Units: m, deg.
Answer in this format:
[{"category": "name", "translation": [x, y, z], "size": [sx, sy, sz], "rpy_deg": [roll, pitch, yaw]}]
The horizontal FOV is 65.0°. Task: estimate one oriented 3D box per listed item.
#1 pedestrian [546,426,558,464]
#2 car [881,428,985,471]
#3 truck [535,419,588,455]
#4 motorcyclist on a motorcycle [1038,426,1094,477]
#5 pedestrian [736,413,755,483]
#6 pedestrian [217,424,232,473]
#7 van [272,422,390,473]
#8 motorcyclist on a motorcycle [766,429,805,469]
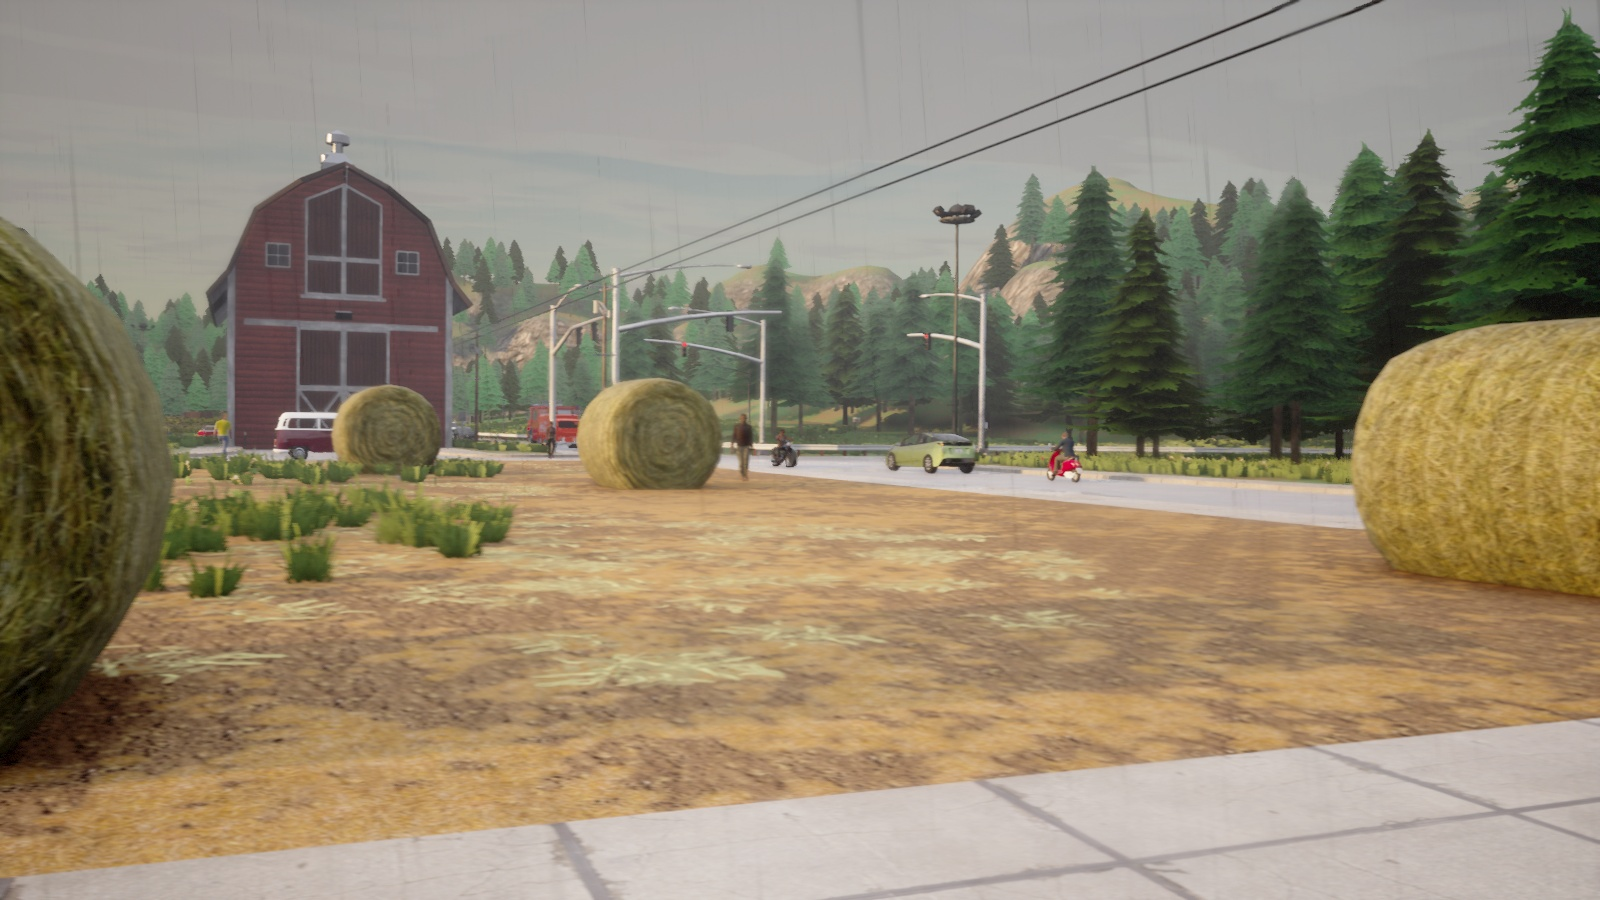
[{"category": "pedestrian", "translation": [-11.771, -0.234, 59.618], "size": [0.328, 1.805, 0.869], "rpy_deg": [-1, 1, -28]}, {"category": "car", "translation": [5.018, -0.056, 48.065], "size": [2.007, 1.525, 4.514], "rpy_deg": [-1, 1, -24]}, {"category": "truck", "translation": [-17.231, -0.937, 90.343], "size": [2.627, 2.467, 5.204], "rpy_deg": [-1, 1, -24]}, {"category": "motorcyclist on a motorcycle", "translation": [8.483, 0.042, 40.115], "size": [0.866, 1.590, 1.817], "rpy_deg": [-1, 1, -24]}, {"category": "pedestrian", "translation": [-1.452, -0.056, 33.180], "size": [0.431, 1.840, 0.703], "rpy_deg": [-1, 1, -7]}, {"category": "pedestrian", "translation": [-21.479, -0.062, 46.864], "size": [0.354, 1.836, 0.706], "rpy_deg": [-1, 1, -13]}, {"category": "van", "translation": [-19.752, -0.121, 52.914], "size": [4.480, 2.038, 2.069], "rpy_deg": [-1, 1, -25]}, {"category": "motorcyclist on a motorcycle", "translation": [-0.610, -0.059, 52.184], "size": [0.766, 1.649, 2.350], "rpy_deg": [-1, 1, -23]}]
